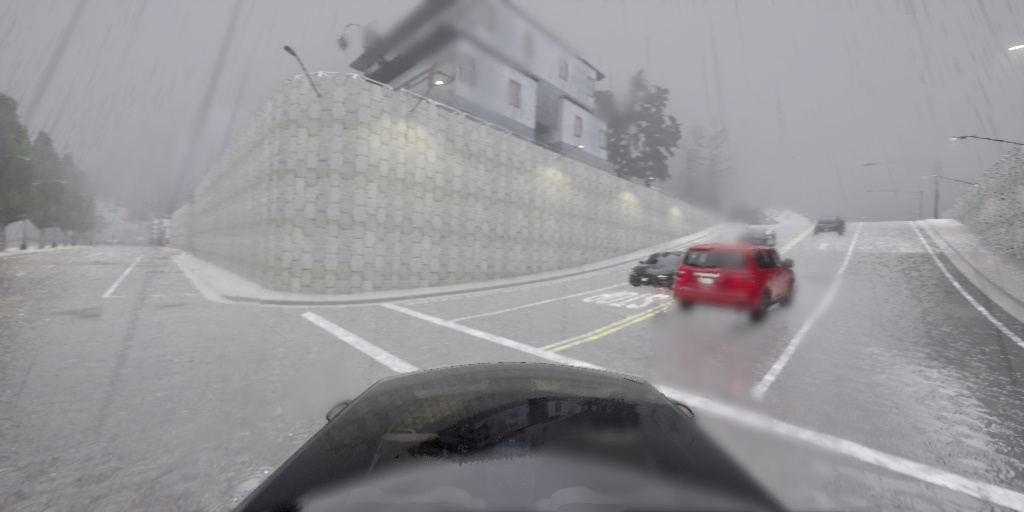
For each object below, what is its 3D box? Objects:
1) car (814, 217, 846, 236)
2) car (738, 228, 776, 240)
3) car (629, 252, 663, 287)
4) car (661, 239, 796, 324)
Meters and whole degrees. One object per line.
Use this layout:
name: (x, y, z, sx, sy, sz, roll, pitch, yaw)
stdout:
car: (28.513, -2.742, 32.092, 4.902, 1.511, 2.128, -12, 10, -43)
car: (19.020, -1.354, 27.895, 5.008, 1.535, 1.882, -12, 11, -44)
car: (7.071, 0.592, 16.154, 4.892, 1.490, 1.837, -4, 6, -44)
car: (7.049, 0.648, 11.143, 5.566, 2.045, 2.150, -3, 6, -42)
